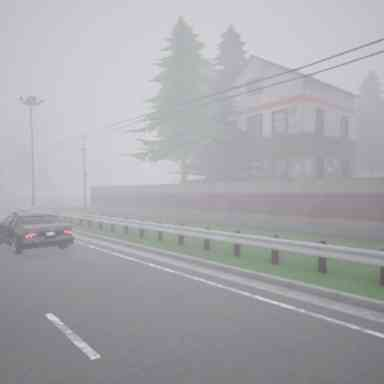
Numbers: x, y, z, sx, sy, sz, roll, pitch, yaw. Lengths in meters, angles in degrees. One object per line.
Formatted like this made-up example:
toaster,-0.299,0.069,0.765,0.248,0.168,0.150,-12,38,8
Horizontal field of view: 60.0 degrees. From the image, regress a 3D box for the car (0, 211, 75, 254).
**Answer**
car,-6.479,1.491,13.400,2.033,1.411,5.357,-1,1,-40
